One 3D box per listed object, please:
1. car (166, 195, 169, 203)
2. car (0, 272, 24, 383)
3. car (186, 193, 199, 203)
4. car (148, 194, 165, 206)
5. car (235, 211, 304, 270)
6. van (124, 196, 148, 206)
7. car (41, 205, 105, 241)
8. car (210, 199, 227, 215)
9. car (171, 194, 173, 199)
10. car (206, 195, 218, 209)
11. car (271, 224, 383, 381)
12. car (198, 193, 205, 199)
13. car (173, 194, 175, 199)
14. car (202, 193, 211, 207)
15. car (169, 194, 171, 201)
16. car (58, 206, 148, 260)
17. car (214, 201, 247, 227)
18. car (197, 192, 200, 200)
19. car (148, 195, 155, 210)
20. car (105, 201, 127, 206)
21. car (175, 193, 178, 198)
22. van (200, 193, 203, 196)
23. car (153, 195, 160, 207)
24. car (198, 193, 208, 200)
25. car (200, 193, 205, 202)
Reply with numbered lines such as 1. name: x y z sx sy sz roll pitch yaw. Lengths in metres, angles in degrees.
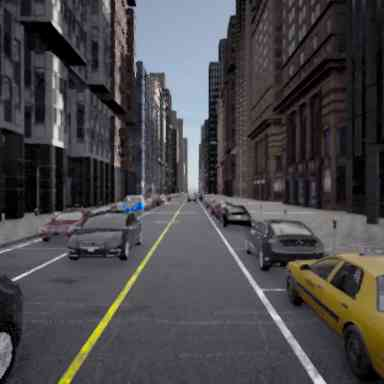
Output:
1. car: -5.777 1.288 61.055 1.967 1.590 4.097 0 0 0
2. car: -3.092 1.498 2.404 1.837 1.490 4.892 0 0 0
3. car: -0.012 1.347 63.361 1.837 1.490 4.892 0 0 0
4. car: -5.775 1.189 49.851 2.192 1.841 5.009 0 0 0
5. car: 2.759 1.522 10.656 2.008 1.369 4.403 0 0 0
6. van: -5.772 1.256 33.045 1.690 1.788 3.998 0 0 0
7. car: -5.767 1.539 16.239 1.802 1.307 4.206 0 0 0
8. car: 2.755 1.510 27.461 1.802 1.307 4.206 0 0 0
9. car: -5.779 1.391 72.260 1.947 1.339 4.313 0 0 0
10. car: 2.754 1.354 33.062 1.967 1.590 4.097 0 0 0
11. car: 2.760 1.511 5.224 1.752 1.417 4.829 0 0 0
12. car: 2.740 1.224 94.681 1.967 1.590 4.097 0 0 0
13. car: -5.781 1.380 77.861 1.947 1.339 4.313 0 0 0
14. car: 2.751 1.327 44.265 1.967 1.590 4.097 0 0 0
15. car: -5.778 1.387 66.658 2.008 1.369 4.403 0 0 0
16. car: -3.002 1.473 12.338 1.837 1.490 4.892 0 0 0
17. car: 2.756 1.508 21.859 1.947 1.339 4.313 0 0 0
18. car: 2.745 1.139 72.274 2.192 1.841 5.009 0 0 0
19. car: -5.772 1.426 38.477 1.752 1.417 4.829 0 0 0
20. car: -5.769 1.524 21.841 1.802 1.307 4.206 0 0 0
21. car: -5.784 1.329 94.668 1.887 1.381 4.507 0 0 0
22. van: 2.747 1.189 61.071 1.690 1.788 3.998 0 0 0
23. car: -5.773 1.469 44.249 1.802 1.307 4.206 0 0 0
24. car: 2.742 1.118 83.477 2.192 1.841 5.009 0 0 0
25. car: 2.749 1.385 55.640 1.752 1.417 4.829 0 0 0
